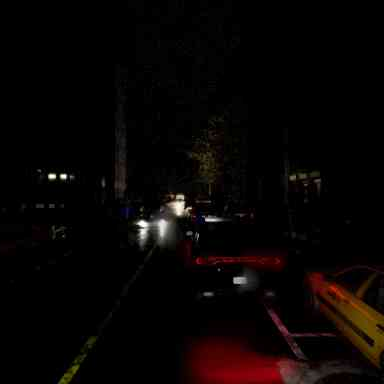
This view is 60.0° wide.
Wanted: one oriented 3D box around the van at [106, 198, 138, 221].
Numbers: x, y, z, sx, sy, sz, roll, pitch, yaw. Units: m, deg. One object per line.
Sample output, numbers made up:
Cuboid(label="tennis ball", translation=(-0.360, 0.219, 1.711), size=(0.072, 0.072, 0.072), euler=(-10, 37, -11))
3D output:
Cuboid(label="van", translation=(-5.731, 1.353, 26.845), size=(1.690, 1.788, 3.998), euler=(0, 0, 0))

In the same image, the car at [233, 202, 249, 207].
Cuboid(label="car", translation=(2.807, 1.446, 21.211), size=(1.967, 1.590, 4.097), euler=(0, 0, 0))

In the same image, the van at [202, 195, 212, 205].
Cuboid(label="van", translation=(2.712, 1.431, 60.687), size=(1.690, 1.788, 3.998), euler=(0, 0, 0))

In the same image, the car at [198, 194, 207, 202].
Cuboid(label="car", translation=(2.656, 1.488, 83.245), size=(2.192, 1.841, 5.009), euler=(0, 0, 0))

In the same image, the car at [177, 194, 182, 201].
Cuboid(label="car", translation=(-3.220, 1.432, 90.809), size=(2.150, 2.045, 5.566), euler=(0, -1, 0))

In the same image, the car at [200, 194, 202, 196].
Cuboid(label="car", translation=(2.726, 1.516, 55.047), size=(1.967, 1.590, 4.097), euler=(0, 0, 0))

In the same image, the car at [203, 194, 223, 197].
Cuboid(label="car", translation=(2.766, 1.349, 38.129), size=(2.192, 1.841, 5.009), euler=(0, 0, 0))

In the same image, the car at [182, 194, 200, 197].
Cuboid(label="car", translation=(-0.139, 1.304, 57.508), size=(2.150, 2.045, 5.566), euler=(0, 0, 0))

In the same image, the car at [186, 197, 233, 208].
Cuboid(label="car", translation=(0.854, 1.355, 18.572), size=(2.097, 1.767, 4.553), euler=(0, 0, 0))

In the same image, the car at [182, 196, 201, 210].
Cuboid(label="car", translation=(-0.083, 1.575, 44.448), size=(1.812, 1.442, 4.674), euler=(0, 0, 0))

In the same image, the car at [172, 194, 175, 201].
Cuboid(label="car", translation=(-5.856, 1.463, 77.594), size=(2.192, 1.841, 5.009), euler=(0, 0, 0))

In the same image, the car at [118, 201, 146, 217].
Cuboid(label="car", translation=(-5.745, 1.587, 32.483), size=(1.947, 1.339, 4.313), euler=(0, 0, 0))

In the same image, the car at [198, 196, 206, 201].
Cuboid(label="car", translation=(2.643, 1.744, 88.884), size=(1.887, 1.381, 4.507), euler=(0, 0, 0))

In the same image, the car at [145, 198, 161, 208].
Cuboid(label="car", translation=(-5.787, 1.606, 49.400), size=(1.887, 1.381, 4.507), euler=(0, 0, 0))

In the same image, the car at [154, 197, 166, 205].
Cuboid(label="car", translation=(-5.814, 1.672, 60.678), size=(1.802, 1.307, 4.206), euler=(0, 0, 0))

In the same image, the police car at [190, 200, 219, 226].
Cuboid(label="police car", translation=(0.840, 1.435, 24.712), size=(1.930, 1.638, 5.238), euler=(0, 0, 0))

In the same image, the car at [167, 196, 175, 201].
Cuboid(label="car", translation=(-5.896, 1.791, 94.510), size=(1.947, 1.339, 4.313), euler=(0, 0, 0))

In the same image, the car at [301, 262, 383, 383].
Cuboid(label="car", translation=(2.855, 1.525, 4.495), size=(1.752, 1.417, 4.829), euler=(0, 0, 1))

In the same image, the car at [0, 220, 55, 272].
Cuboid(label="car", translation=(-5.691, 1.527, 9.720), size=(1.752, 1.417, 4.829), euler=(0, 0, 1))

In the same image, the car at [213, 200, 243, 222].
Cuboid(label="car", translation=(2.794, 1.453, 26.849), size=(1.967, 1.590, 4.097), euler=(0, 0, 0))

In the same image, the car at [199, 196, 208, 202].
Cuboid(label="car", translation=(2.670, 1.714, 77.604), size=(1.947, 1.339, 4.313), euler=(0, 0, 0))

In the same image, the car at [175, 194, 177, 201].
Cuboid(label="car", translation=(-5.883, 1.514, 88.872), size=(2.192, 1.841, 5.009), euler=(0, 0, 0))

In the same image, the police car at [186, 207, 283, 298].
Cuboid(label="police car", translation=(0.878, 1.426, 8.711), size=(1.930, 1.638, 5.238), euler=(0, 0, 0))

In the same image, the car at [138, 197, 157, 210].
Cuboid(label="car", translation=(-5.773, 1.487, 43.761), size=(1.967, 1.590, 4.097), euler=(0, 0, 0))

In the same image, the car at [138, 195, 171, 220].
Cuboid(label="car", translation=(-3.168, 1.367, 28.374), size=(2.097, 1.767, 4.553), euler=(0, 0, 0))

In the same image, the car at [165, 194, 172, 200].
Cuboid(label="car", translation=(-5.841, 1.649, 71.786), size=(1.752, 1.417, 4.829), euler=(0, 0, 0))

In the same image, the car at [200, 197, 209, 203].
Cuboid(label="car", translation=(2.684, 1.706, 71.966), size=(1.802, 1.307, 4.206), euler=(0, 0, 0))

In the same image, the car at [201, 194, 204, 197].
Cuboid(label="car", translation=(2.753, 1.362, 43.768), size=(2.192, 1.841, 5.009), euler=(0, 0, 0))
